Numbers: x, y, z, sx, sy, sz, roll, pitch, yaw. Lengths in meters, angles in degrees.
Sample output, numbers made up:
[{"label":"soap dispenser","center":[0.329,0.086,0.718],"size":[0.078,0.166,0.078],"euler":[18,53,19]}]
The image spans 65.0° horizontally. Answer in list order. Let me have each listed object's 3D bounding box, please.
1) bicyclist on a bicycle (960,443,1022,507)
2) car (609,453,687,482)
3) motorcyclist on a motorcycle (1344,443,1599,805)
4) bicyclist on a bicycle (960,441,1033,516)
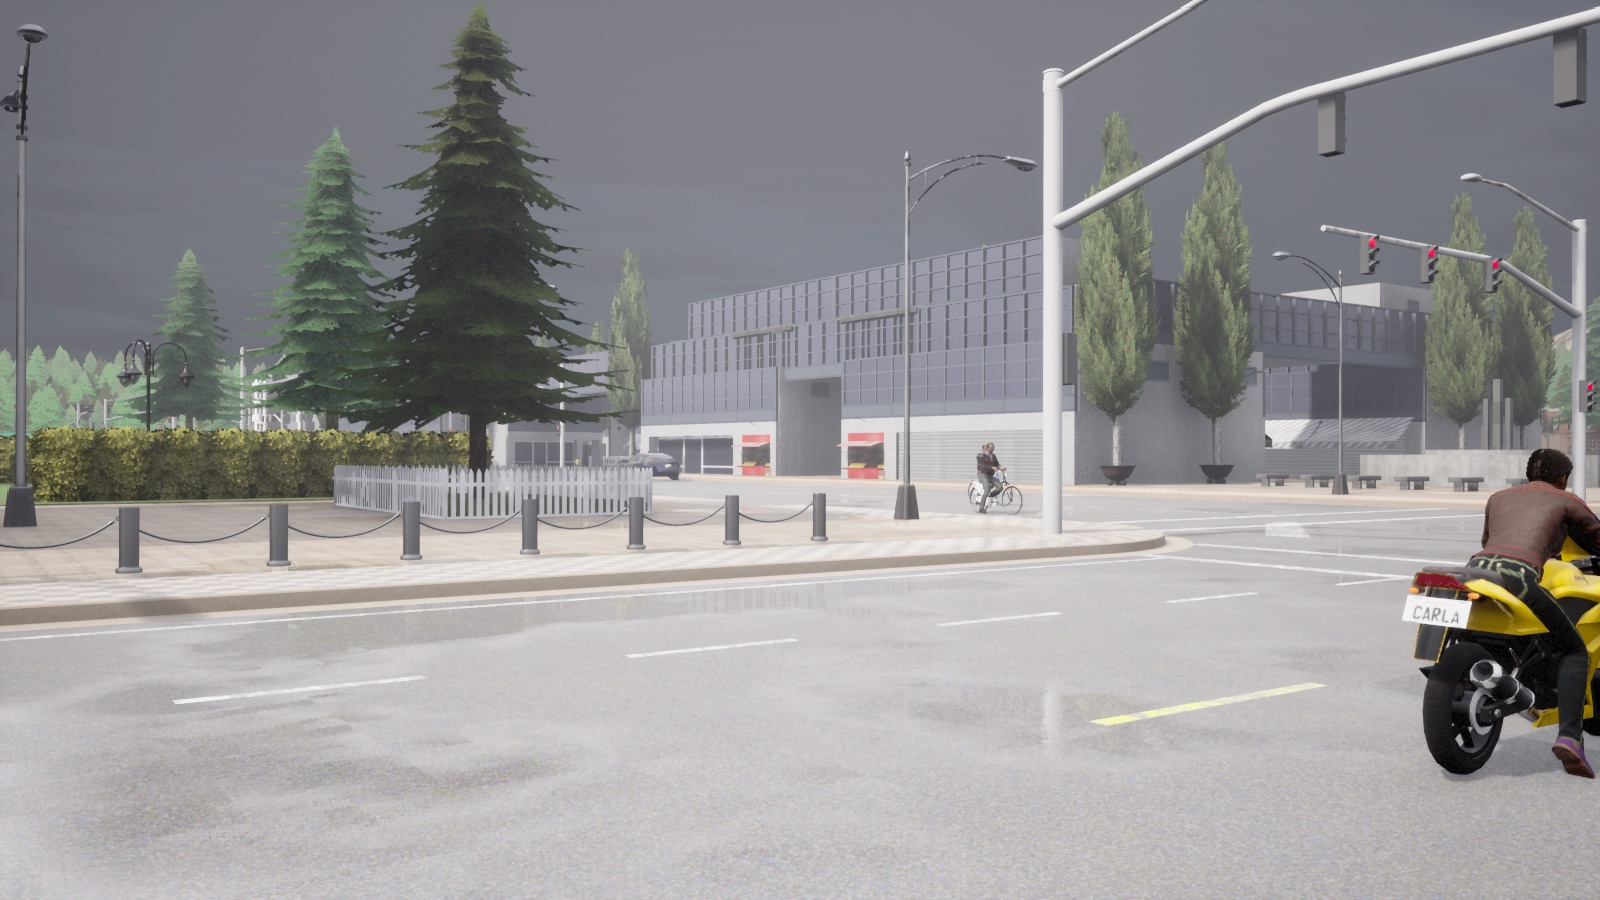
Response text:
[{"label":"bicyclist on a bicycle","center":[5.441,0.692,35.879],"size":[0.659,1.776,1.843],"euler":[0,0,-35]},{"label":"car","center":[-8.259,0.928,67.747],"size":[2.163,1.488,4.792],"euler":[0,0,-35]},{"label":"motorcyclist on a motorcycle","center":[3.643,0.734,6.198],"size":[2.044,1.523,0.797],"euler":[0,0,-35]},{"label":"bicyclist on a bicycle","center":[4.793,0.680,30.691],"size":[0.659,1.776,1.843],"euler":[0,0,-35]}]
